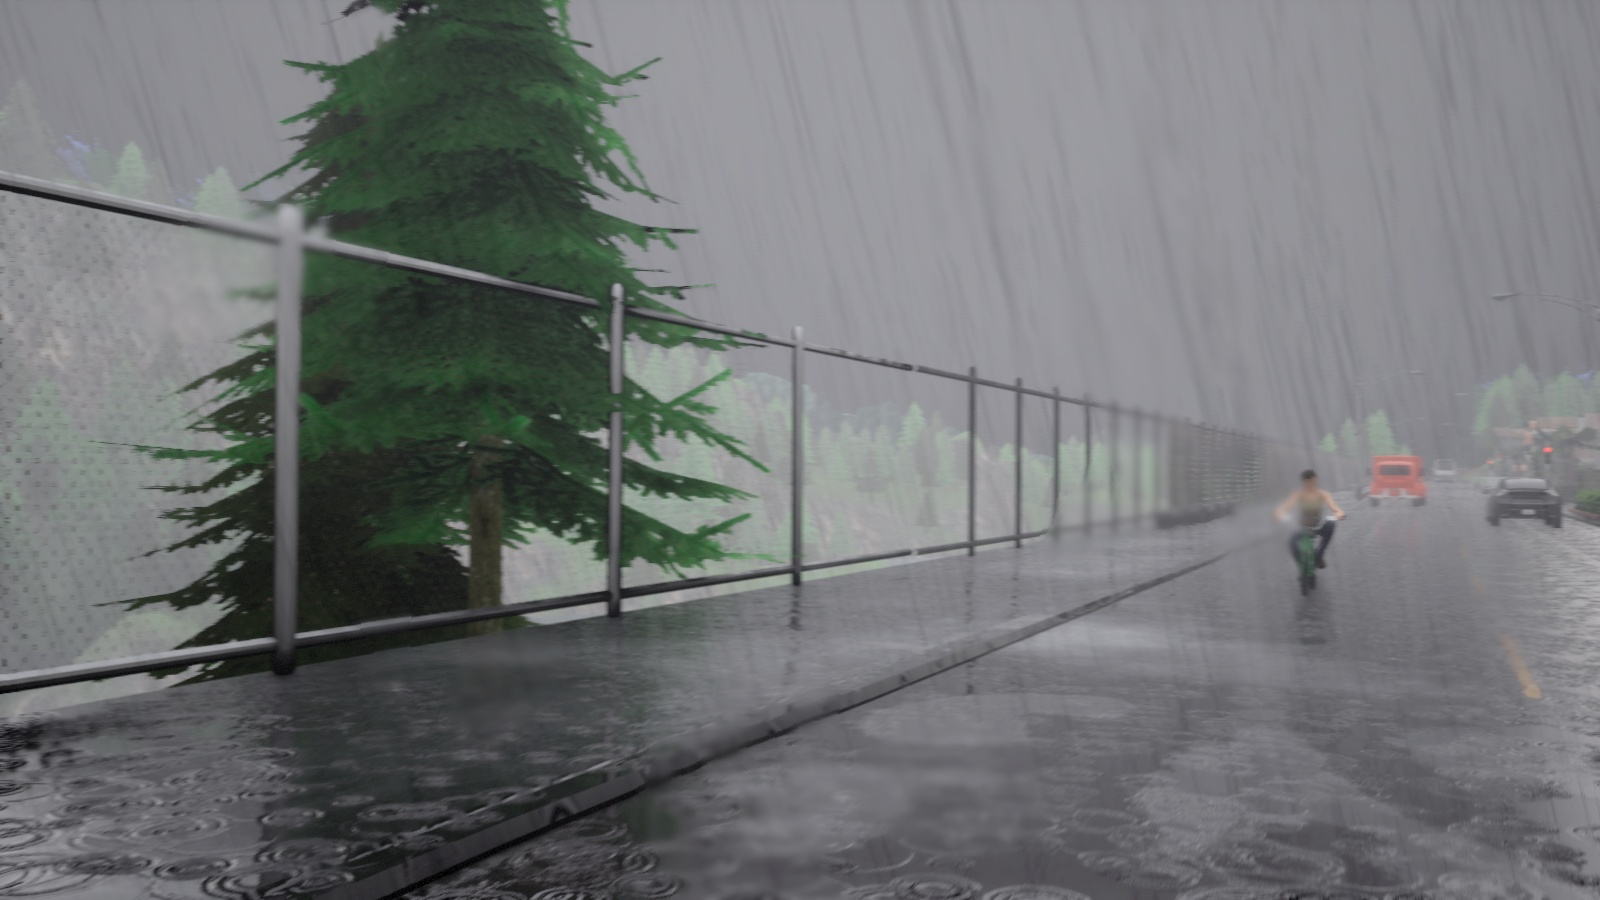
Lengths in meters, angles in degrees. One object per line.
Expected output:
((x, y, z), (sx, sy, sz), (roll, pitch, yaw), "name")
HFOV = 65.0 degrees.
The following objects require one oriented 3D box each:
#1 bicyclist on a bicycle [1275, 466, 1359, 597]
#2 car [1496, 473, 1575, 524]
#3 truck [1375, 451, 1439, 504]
((6.722, 1.017, 16.301), (0.866, 1.612, 1.509), (-1, -1, 27), "bicyclist on a bicycle")
((22.985, 1.456, 39.384), (1.837, 1.490, 4.892), (-1, -1, 27), "car")
((29.921, 1.333, 61.781), (2.627, 2.467, 5.204), (-1, -1, 28), "truck")
